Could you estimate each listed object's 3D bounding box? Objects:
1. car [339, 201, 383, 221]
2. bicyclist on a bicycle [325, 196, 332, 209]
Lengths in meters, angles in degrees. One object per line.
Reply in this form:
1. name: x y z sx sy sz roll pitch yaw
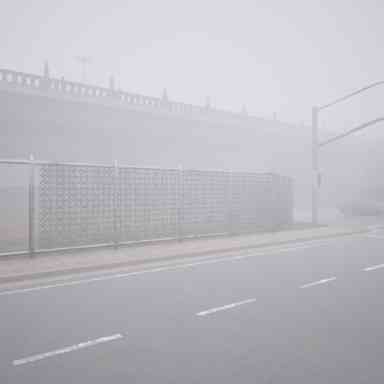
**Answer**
1. car: 15.126 1.543 28.323 2.128 1.511 4.902 0 0 -38
2. bicyclist on a bicycle: 17.735 1.356 43.290 1.656 1.620 0.582 0 0 -36
